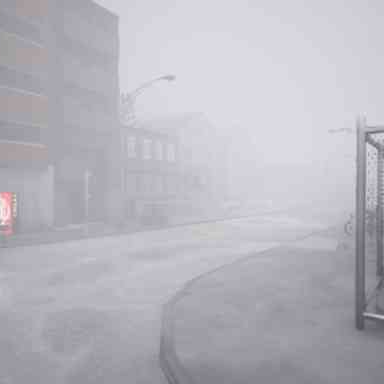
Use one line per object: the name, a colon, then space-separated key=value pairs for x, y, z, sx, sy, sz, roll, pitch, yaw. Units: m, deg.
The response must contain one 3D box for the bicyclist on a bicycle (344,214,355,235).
bicyclist on a bicycle: x=8.230 y=1.331 z=16.023 sx=1.656 sy=1.620 sz=0.582 roll=0 pitch=0 yaw=36
